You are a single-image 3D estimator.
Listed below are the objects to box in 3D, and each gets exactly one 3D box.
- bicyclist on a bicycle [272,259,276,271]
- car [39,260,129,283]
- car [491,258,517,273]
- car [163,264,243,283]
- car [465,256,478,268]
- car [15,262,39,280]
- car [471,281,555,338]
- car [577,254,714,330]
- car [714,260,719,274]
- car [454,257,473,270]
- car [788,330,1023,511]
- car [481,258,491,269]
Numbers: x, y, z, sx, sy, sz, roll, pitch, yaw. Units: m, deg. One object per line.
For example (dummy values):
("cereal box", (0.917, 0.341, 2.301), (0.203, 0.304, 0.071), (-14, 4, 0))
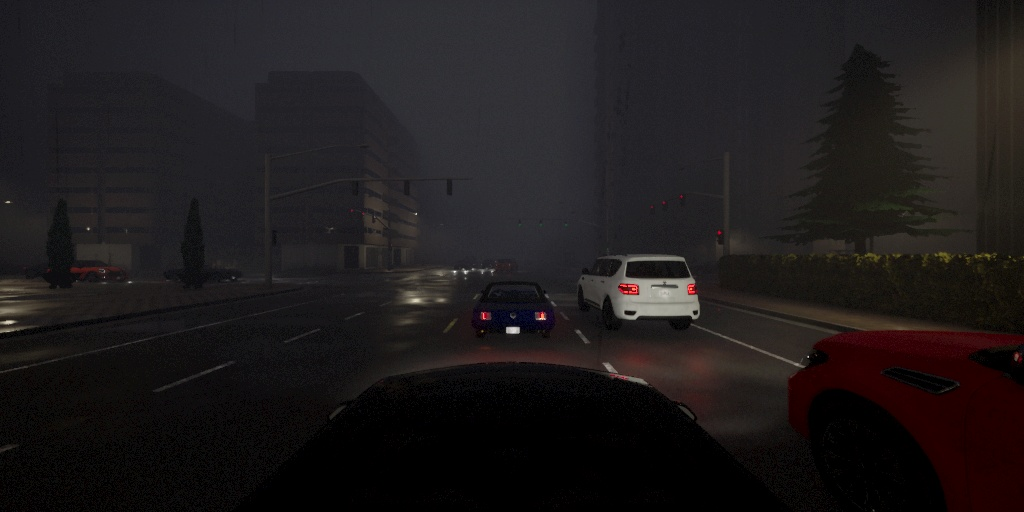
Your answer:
("bicyclist on a bicycle", (-28.686, 1.051, 42.798), (0.582, 1.620, 1.656), (0, 0, 1))
("car", (-32.235, 1.102, 27.347), (4.553, 1.767, 2.097), (0, 0, 0))
("car", (-0.658, 1.102, 43.495), (2.097, 1.767, 4.553), (0, 0, 10))
("car", (-23.348, 1.351, 27.268), (4.718, 1.301, 1.895), (0, 0, 0))
("car", (-7.150, 0.971, 61.217), (2.150, 2.045, 5.566), (0, 0, 0))
("car", (-39.089, 1.276, 30.911), (4.674, 1.442, 1.812), (0, 0, 1))
("car", (0.047, 1.351, 10.125), (1.895, 1.301, 4.718), (0, 0, 0))
("car", (3.577, 0.971, 11.253), (2.150, 2.045, 5.566), (0, 0, -2))
("car", (20.832, 1.228, 37.580), (5.008, 1.535, 1.882), (0, 0, 1))
("car", (-7.142, 1.276, 51.519), (1.812, 1.442, 4.674), (0, 0, 0))
("car", (3.601, 0.971, 0.892), (2.150, 2.045, 5.566), (0, 0, 0))
("car", (-3.661, 1.255, 55.431), (1.837, 1.490, 4.892), (0, 0, 0))
